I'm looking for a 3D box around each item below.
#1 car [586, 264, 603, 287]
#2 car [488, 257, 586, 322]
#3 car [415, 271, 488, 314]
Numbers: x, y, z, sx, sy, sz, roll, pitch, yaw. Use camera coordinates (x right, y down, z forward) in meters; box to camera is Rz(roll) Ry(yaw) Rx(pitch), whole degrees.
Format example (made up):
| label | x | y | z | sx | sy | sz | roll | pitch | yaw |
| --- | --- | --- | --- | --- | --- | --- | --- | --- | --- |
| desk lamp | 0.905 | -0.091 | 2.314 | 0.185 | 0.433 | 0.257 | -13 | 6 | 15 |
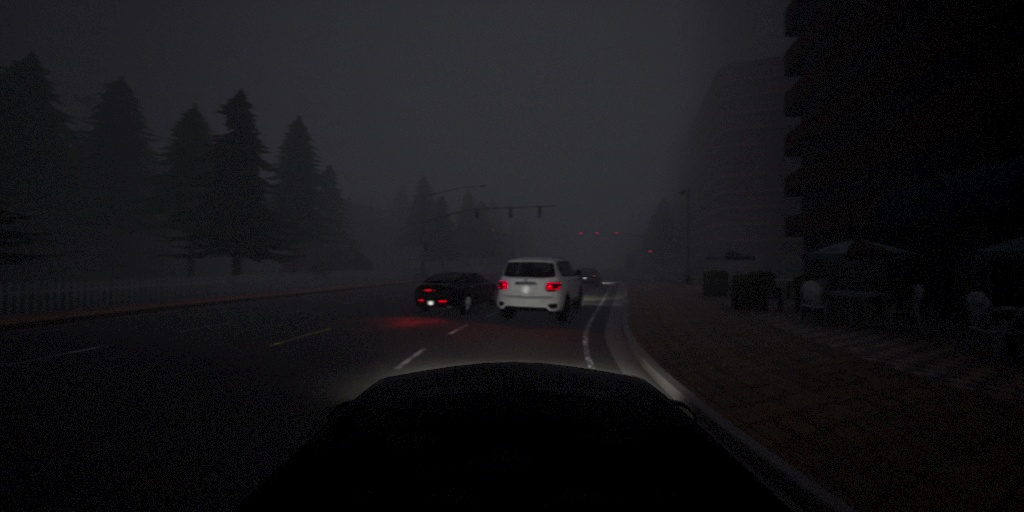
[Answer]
| label | x | y | z | sx | sy | sz | roll | pitch | yaw |
| --- | --- | --- | --- | --- | --- | --- | --- | --- | --- |
| car | 5.872 | 1.590 | 27.744 | 1.994 | 1.385 | 4.181 | 0 | 0 | 18 |
| car | 1.221 | 1.077 | 13.171 | 2.150 | 2.045 | 5.566 | 0 | 0 | 18 |
| car | -2.023 | 1.355 | 14.511 | 1.837 | 1.490 | 4.892 | 0 | 0 | 18 |
